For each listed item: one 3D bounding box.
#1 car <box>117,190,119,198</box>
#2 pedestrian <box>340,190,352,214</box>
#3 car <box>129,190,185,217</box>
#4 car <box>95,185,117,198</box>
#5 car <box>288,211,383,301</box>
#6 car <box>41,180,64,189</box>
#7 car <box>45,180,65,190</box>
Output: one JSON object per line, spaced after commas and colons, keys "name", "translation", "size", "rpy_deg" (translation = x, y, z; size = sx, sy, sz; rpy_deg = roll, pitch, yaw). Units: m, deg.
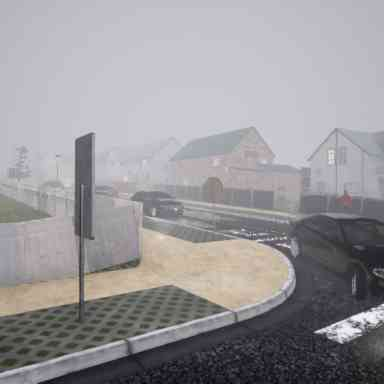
{"name": "car", "translation": [-9.538, -0.090, 36.246], "size": [1.812, 1.442, 4.674], "rpy_deg": [0, 2, -35]}
{"name": "pedestrian", "translation": [7.796, 0.769, 16.924], "size": [0.375, 1.860, 0.375], "rpy_deg": [4, -2, -35]}
{"name": "car", "translation": [-2.315, 0.659, 21.018], "size": [1.837, 1.490, 4.892], "rpy_deg": [0, 2, -35]}
{"name": "car", "translation": [-8.844, 0.124, 30.194], "size": [1.837, 1.490, 4.892], "rpy_deg": [0, 2, -35]}
{"name": "car", "translation": [4.175, 1.363, 8.580], "size": [1.882, 1.535, 5.008], "rpy_deg": [2, 4, -6]}
{"name": "car", "translation": [-18.843, -0.696, 44.364], "size": [1.837, 1.490, 4.892], "rpy_deg": [0, 2, -35]}
{"name": "car", "translation": [-22.329, -1.157, 54.219], "size": [1.837, 1.490, 4.892], "rpy_deg": [0, 2, -36]}
